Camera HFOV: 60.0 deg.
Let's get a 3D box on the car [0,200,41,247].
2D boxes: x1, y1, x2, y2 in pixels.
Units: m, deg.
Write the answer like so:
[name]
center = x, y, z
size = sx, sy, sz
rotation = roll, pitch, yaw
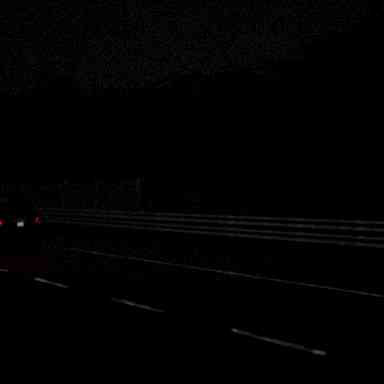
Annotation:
[car]
center = -8.852, 1.352, 14.483
size = 5.566, 2.045, 2.150
rotation = 0, 0, 35
